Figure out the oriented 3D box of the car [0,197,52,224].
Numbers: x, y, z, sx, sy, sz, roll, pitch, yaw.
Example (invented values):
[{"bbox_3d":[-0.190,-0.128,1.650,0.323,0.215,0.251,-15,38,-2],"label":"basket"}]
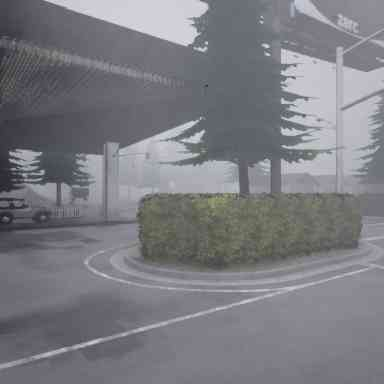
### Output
[{"bbox_3d":[-12.063,1.313,23.421,3.866,1.878,1.905,0,0,-36],"label":"car"}]
